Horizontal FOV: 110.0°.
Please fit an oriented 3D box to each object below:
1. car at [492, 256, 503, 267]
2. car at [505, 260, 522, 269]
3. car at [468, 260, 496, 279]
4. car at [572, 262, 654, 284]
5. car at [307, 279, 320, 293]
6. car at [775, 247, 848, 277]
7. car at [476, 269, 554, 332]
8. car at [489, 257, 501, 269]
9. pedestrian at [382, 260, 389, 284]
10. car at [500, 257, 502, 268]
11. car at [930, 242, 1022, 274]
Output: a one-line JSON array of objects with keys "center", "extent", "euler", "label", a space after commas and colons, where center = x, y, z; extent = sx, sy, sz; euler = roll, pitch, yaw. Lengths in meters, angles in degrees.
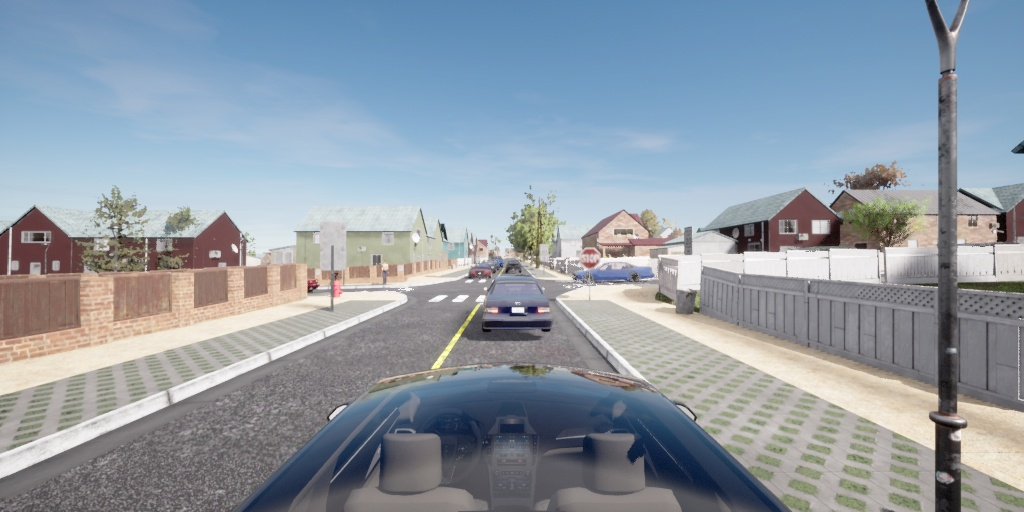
[{"center": [-2.723, 0.966, 62.312], "extent": [2.150, 2.045, 5.566], "euler": [0, 0, 0], "label": "car"}, {"center": [0.171, 1.256, 44.722], "extent": [1.837, 1.490, 4.892], "euler": [0, 0, 0], "label": "car"}, {"center": [-2.801, 1.316, 32.772], "extent": [1.994, 1.385, 4.181], "euler": [0, 0, 0], "label": "car"}, {"center": [6.850, 1.118, 24.694], "extent": [5.357, 1.411, 2.033], "euler": [-2, -1, 6], "label": "car"}, {"center": [-14.088, 1.672, 21.237], "extent": [4.718, 1.301, 1.895], "euler": [-2, -1, 1], "label": "car"}, {"center": [19.900, 0.433, 24.368], "extent": [5.566, 2.045, 2.150], "euler": [-1, -1, 0], "label": "car"}, {"center": [0.090, 1.300, 10.820], "extent": [2.033, 1.411, 5.357], "euler": [0, 0, -1], "label": "car"}, {"center": [-2.782, 1.243, 41.739], "extent": [2.128, 1.511, 4.902], "euler": [0, 0, 0], "label": "car"}, {"center": [-9.651, 1.212, 27.146], "extent": [0.375, 1.860, 0.375], "euler": [0, 0, 0], "label": "pedestrian"}, {"center": [-2.764, 1.275, 51.607], "extent": [1.812, 1.442, 4.674], "euler": [0, 0, 0], "label": "car"}, {"center": [31.332, 0.124, 24.408], "extent": [5.566, 2.045, 2.150], "euler": [-1, -1, 0], "label": "car"}]
